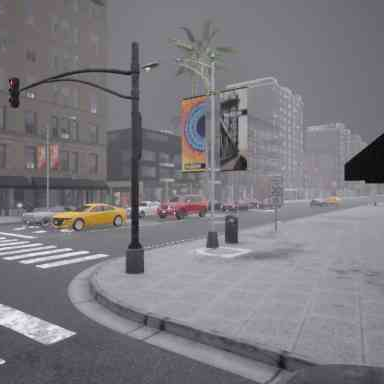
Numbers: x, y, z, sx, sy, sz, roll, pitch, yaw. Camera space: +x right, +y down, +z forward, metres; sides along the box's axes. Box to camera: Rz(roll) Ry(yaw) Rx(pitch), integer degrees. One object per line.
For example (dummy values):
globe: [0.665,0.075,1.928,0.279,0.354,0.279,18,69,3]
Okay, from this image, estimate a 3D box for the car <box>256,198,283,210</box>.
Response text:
car: [10.922,1.587,45.797,1.837,1.490,4.892,0,0,36]

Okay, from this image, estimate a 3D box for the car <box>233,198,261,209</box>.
car: [7.876,1.582,47.084,1.837,1.490,4.892,0,0,37]

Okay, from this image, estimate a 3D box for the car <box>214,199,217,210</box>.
car: [1.823,1.530,38.629,1.882,1.535,5.008,0,0,35]

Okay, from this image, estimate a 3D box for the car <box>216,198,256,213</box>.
car: [5.071,1.660,37.591,1.895,1.301,4.718,0,0,35]

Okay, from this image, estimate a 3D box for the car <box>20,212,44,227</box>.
car: [-9.195,1.618,23.045,1.895,1.301,4.718,0,0,35]

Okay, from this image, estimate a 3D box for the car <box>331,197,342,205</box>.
car: [26.469,1.627,61.909,1.882,1.535,5.008,0,0,35]

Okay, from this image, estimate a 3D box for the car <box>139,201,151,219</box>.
car: [-4.093,1.558,30.255,1.812,1.442,4.674,0,0,35]

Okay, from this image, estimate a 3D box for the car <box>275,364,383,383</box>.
car: [2.246,1.551,1.245,4.403,1.369,2.008,0,0,36]

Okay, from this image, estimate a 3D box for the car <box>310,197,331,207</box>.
car: [20.223,1.643,53.063,1.812,1.442,4.674,0,0,36]

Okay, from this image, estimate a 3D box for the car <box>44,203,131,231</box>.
car: [-6.433,1.499,21.303,1.882,1.535,5.008,0,0,35]

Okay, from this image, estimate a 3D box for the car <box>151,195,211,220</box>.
car: [-0.701,1.260,29.430,2.150,2.045,5.566,0,0,35]
